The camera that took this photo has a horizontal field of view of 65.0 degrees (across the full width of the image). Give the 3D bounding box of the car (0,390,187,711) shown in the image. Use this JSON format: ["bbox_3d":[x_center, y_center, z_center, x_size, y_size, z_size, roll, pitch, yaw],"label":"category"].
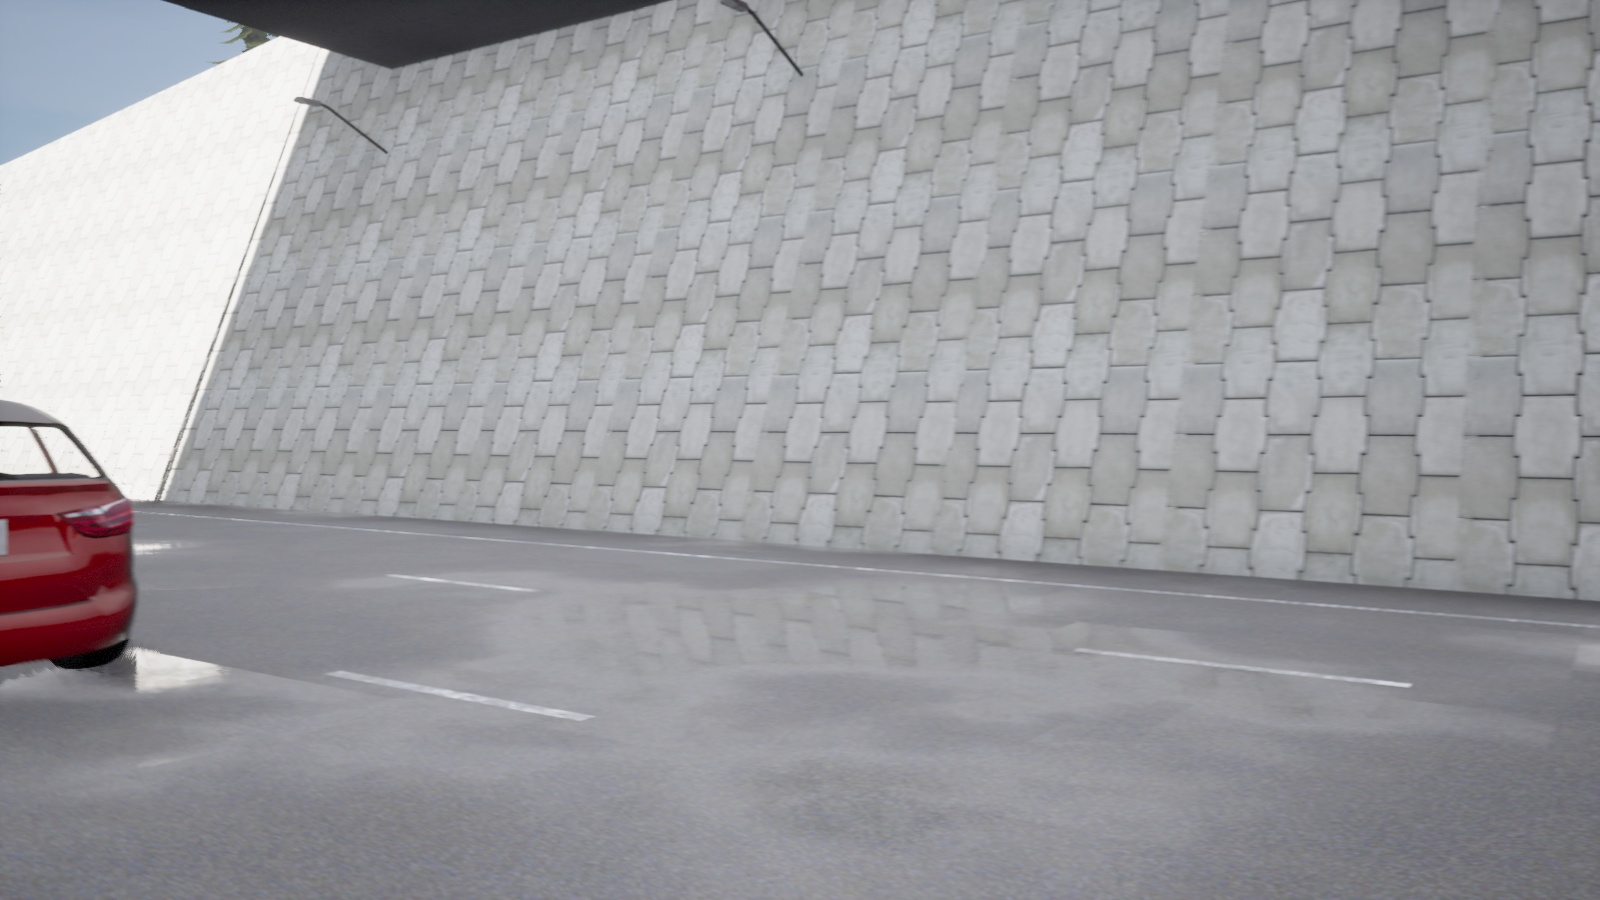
[{"bbox_3d":[-6.146,0.526,7.709,4.611,1.667,2.242,0,1,34],"label":"car"}]
